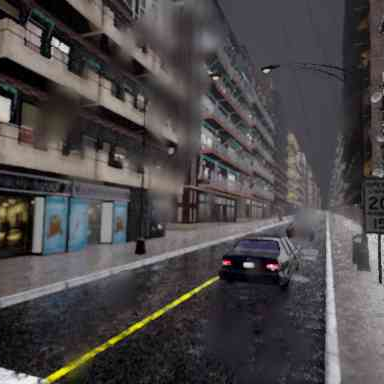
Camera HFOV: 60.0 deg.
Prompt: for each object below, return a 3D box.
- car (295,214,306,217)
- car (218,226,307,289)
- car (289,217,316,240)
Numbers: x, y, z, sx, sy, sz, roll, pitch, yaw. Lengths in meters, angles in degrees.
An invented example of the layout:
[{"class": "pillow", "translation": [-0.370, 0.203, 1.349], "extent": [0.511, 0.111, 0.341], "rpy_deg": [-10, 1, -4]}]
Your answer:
[{"class": "car", "translation": [20.598, 4.830, 62.992], "extent": [2.033, 1.411, 5.357], "rpy_deg": [0, -3, 22]}, {"class": "car", "translation": [2.407, 2.054, 10.860], "extent": [2.033, 1.411, 5.357], "rpy_deg": [0, -3, 22]}, {"class": "car", "translation": [8.423, 2.887, 25.642], "extent": [1.994, 1.385, 4.181], "rpy_deg": [0, -3, 23]}]
